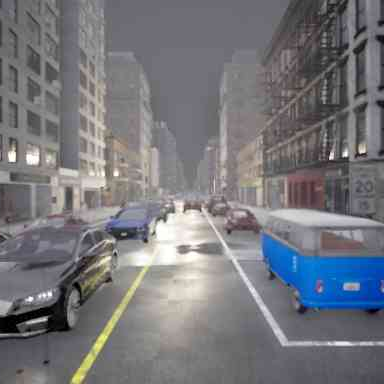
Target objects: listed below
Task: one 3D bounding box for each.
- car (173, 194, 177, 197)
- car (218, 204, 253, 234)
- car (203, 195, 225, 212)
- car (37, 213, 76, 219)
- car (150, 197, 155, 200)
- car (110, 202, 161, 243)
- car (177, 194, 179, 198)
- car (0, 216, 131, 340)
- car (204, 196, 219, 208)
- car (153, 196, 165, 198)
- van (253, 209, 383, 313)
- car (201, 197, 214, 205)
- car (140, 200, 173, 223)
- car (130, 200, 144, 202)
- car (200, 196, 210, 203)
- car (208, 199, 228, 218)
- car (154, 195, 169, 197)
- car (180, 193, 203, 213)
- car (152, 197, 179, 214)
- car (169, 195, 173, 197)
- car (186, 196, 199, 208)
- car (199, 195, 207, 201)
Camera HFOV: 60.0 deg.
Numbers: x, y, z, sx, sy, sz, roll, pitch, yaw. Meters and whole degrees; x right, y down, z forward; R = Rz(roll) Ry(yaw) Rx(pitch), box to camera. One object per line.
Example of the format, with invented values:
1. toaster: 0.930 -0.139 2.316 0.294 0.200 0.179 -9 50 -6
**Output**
1. car: -5.293 1.583 81.218 1.802 1.307 4.206 0 0 0
2. car: 2.657 1.578 18.716 1.802 1.307 4.206 0 0 0
3. car: 2.677 1.311 35.760 2.192 1.841 5.009 0 0 0
4. car: -5.375 1.559 13.036 1.887 1.381 4.507 0 0 0
5. car: -5.347 1.582 35.764 1.947 1.339 4.313 0 0 0
6. car: -2.833 1.487 16.342 1.882 1.535 5.008 0 0 0
7. car: -5.286 1.549 86.900 2.008 1.369 4.403 0 0 0
8. car: -2.831 1.497 6.899 2.128 1.511 4.902 0 0 0
9. car: 2.691 1.432 47.123 1.967 1.590 4.097 0 0 0
10. car: -5.334 1.578 47.127 1.947 1.339 4.313 0 0 0
11. van: 2.643 1.333 7.354 1.690 1.788 3.998 0 0 0
12. car: 2.705 1.539 58.485 2.008 1.369 4.403 0 0 0
13. car: -2.819 1.575 25.568 1.994 1.385 4.181 0 0 0
14. car: -5.355 1.543 29.912 1.752 1.417 4.829 0 0 0
15. car: 2.718 1.551 69.848 1.947 1.339 4.313 0 0 0
16. car: 2.671 1.579 30.079 1.802 1.307 4.206 0 0 0
17. car: -5.328 1.326 52.809 2.192 1.841 5.009 0 0 0
18. car: 0.041 1.354 37.456 2.097 1.767 4.553 0 0 0
19. car: -2.766 1.573 35.590 1.994 1.385 4.181 0 0 1
20. car: -5.314 1.447 64.173 1.967 1.590 4.097 0 0 0
21. car: 0.068 1.476 48.749 1.882 1.535 5.008 0 0 0
22. car: 2.732 1.506 81.380 1.752 1.417 4.829 0 0 0
